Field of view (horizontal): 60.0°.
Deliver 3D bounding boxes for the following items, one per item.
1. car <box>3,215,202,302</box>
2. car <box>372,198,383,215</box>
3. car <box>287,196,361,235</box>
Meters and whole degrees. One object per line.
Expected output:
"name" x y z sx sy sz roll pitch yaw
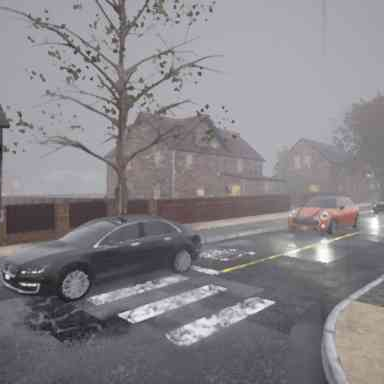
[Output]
"car" -1.850 1.368 8.152 4.892 1.490 1.837 -1 1 -45
"car" 15.335 1.050 25.206 4.718 1.301 1.895 -1 2 -45
"car" 6.658 1.008 16.596 4.553 1.767 2.097 -1 2 -45
